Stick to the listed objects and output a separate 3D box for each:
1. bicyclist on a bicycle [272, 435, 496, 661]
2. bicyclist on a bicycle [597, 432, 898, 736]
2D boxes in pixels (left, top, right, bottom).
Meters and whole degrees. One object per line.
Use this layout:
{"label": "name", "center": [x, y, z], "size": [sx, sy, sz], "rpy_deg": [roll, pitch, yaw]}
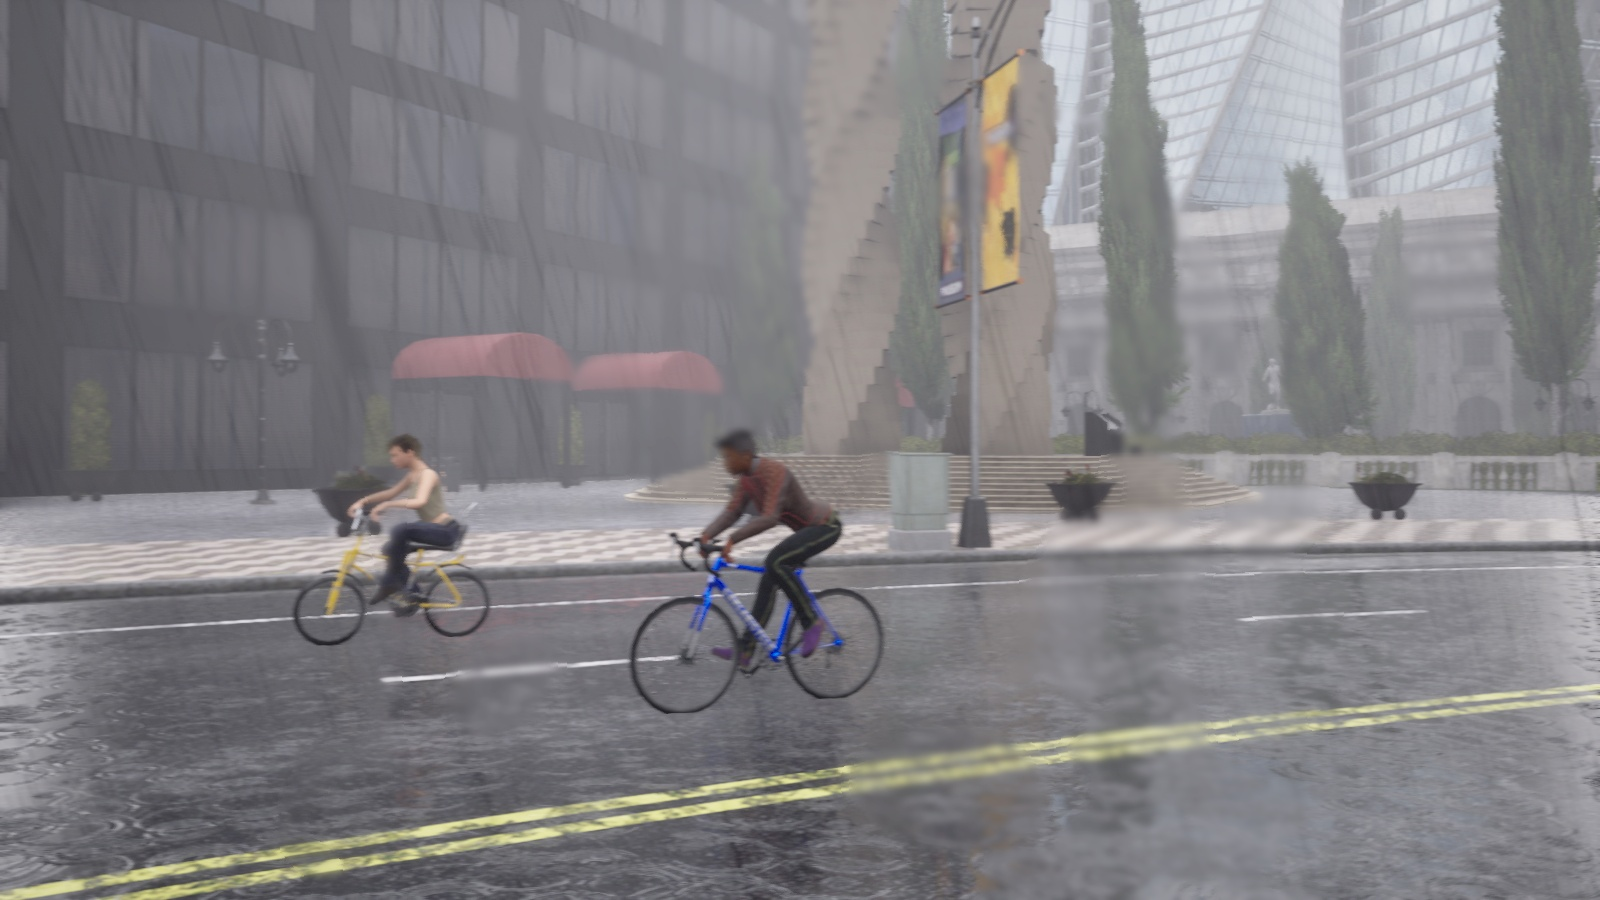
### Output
{"label": "bicyclist on a bicycle", "center": [-3.222, 0.698, 9.716], "size": [1.509, 1.612, 0.866], "rpy_deg": [0, 0, -29]}
{"label": "bicyclist on a bicycle", "center": [-0.291, 0.707, 7.310], "size": [1.656, 1.620, 0.582], "rpy_deg": [0, 0, -27]}
